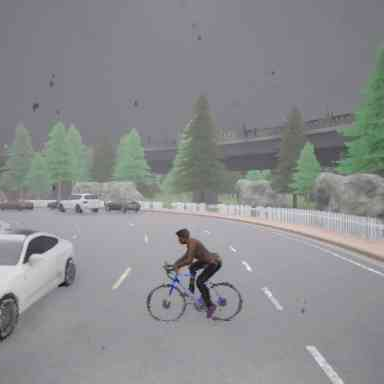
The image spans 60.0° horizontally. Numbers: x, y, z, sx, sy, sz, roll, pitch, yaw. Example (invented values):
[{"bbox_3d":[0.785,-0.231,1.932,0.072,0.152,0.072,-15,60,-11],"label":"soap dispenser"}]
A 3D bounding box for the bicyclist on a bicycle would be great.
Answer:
[{"bbox_3d":[0.030,1.454,5.742,1.656,1.620,0.582,-2,0,-1],"label":"bicyclist on a bicycle"}]

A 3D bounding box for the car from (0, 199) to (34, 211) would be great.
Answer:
[{"bbox_3d":[-21.565,1.564,40.854,4.181,1.385,1.994,0,0,20],"label":"car"}]

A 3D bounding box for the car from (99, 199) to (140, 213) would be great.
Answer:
[{"bbox_3d":[-7.631,1.491,36.284,2.128,1.511,4.902,0,0,-45],"label":"car"}]

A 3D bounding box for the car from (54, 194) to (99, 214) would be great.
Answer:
[{"bbox_3d":[-12.216,1.217,35.891,5.566,2.045,2.150,-1,0,39],"label":"car"}]

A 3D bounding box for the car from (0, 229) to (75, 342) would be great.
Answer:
[{"bbox_3d":[-3.744,1.526,6.569,1.812,1.442,4.674,0,0,-2],"label":"car"}]

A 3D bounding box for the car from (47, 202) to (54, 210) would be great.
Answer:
[{"bbox_3d":[-16.006,1.547,42.434,5.357,1.411,2.033,0,0,27],"label":"car"}]
